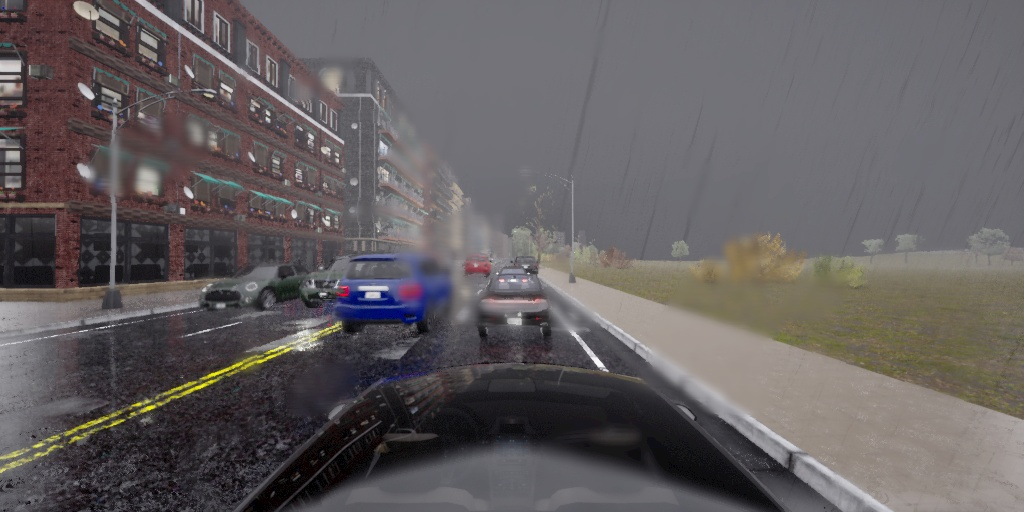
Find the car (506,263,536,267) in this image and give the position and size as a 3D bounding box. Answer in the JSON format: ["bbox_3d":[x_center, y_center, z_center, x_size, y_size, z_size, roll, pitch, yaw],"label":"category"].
[{"bbox_3d":[0.060,1.301,20.758,2.033,1.411,5.357,0,0,0],"label":"car"}]

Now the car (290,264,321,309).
[{"bbox_3d":[-6.631,0.974,15.350,2.150,2.045,5.566,0,0,0],"label":"car"}]

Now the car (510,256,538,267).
[{"bbox_3d":[1.069,0.979,30.970,2.150,2.045,5.566,0,0,0],"label":"car"}]

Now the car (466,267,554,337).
[{"bbox_3d":[0.081,1.243,10.318,2.128,1.511,4.902,0,0,0],"label":"car"}]

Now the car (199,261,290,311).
[{"bbox_3d":[-9.880,1.104,14.431,2.097,1.767,4.553,0,0,0],"label":"car"}]

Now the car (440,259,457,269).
[{"bbox_3d":[-9.967,1.258,56.750,1.837,1.490,4.892,0,0,0],"label":"car"}]

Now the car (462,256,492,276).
[{"bbox_3d":[-3.229,0.977,35.264,2.150,2.045,5.566,0,0,0],"label":"car"}]

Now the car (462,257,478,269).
[{"bbox_3d":[-6.717,1.105,57.844,2.097,1.767,4.553,0,0,0],"label":"car"}]

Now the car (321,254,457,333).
[{"bbox_3d":[-3.171,0.975,10.852,2.150,2.045,5.566,0,0,0],"label":"car"}]
